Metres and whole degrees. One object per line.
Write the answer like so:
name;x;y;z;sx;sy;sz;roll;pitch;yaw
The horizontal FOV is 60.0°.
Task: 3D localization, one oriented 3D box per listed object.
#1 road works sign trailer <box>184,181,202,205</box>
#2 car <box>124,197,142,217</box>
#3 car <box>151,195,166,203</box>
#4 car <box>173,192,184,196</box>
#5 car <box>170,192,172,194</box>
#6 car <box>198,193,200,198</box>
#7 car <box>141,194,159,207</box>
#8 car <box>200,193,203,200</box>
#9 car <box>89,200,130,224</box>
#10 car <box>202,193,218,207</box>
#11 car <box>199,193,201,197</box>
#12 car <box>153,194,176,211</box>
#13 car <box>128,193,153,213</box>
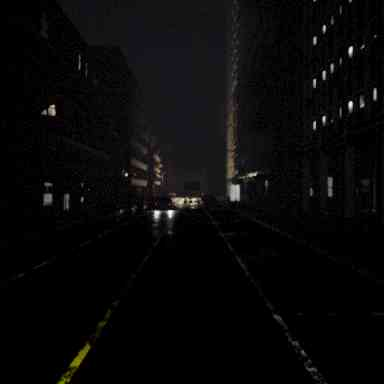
road works sign trailer;0.005;0.115;51.099;2.380;3.560;2.880;0;0;0
car;-5.688;1.382;28.355;1.802;1.307;4.206;0;0;0
car;-5.686;1.165;56.596;2.008;1.369;4.403;0;0;0
car;-2.993;0.684;80.422;1.812;1.442;4.674;0;0;0
car;-5.685;1.109;67.894;1.947;1.339;4.313;0;0;0
car;2.696;1.109;67.893;1.947;1.339;4.313;0;0;0
car;-5.687;1.128;45.300;1.967;1.590;4.097;0;0;0
car;2.695;1.092;50.946;1.967;1.590;4.097;0;0;0
car;-5.689;1.420;22.706;1.802;1.307;4.206;0;0;0
car;2.694;1.213;45.469;1.752;1.417;4.829;0;0;0
car;2.694;1.165;56.597;2.008;1.369;4.403;0;0;0
car;-3.091;1.267;37.334;1.812;1.442;4.674;0;0;0
car;-5.688;1.078;34.002;2.192;1.841;5.009;0;0;0
